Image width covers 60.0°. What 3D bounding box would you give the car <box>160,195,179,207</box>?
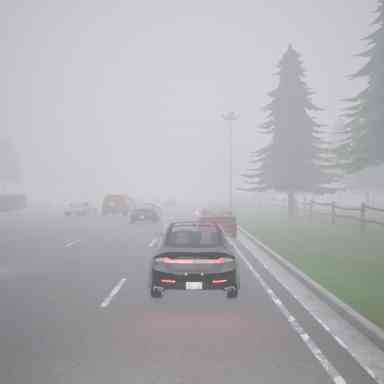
[{"bbox_3d":[-3.371,1.601,51.184,1.895,1.301,4.718,0,0,0],"label":"car"}]

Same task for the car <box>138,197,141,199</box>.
[{"bbox_3d":[-10.361,1.601,62.700,1.895,1.301,4.718,0,0,0],"label":"car"}]

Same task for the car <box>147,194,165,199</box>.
[{"bbox_3d":[-6.862,1.492,62.814,2.128,1.511,4.902,0,0,0],"label":"car"}]

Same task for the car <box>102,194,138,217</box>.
[{"bbox_3d":[-6.879,1.221,31.548,2.150,2.045,5.566,0,0,0],"label":"car"}]

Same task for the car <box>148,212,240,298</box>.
[{"bbox_3d":[0.057,1.492,8.480,2.128,1.511,4.902,0,0,0],"label":"car"}]

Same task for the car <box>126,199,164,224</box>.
[{"bbox_3d":[-3.399,1.525,24.905,1.812,1.442,4.674,0,0,0],"label":"car"}]

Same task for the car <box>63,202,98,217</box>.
[{"bbox_3d":[-10.381,1.601,31.359,1.895,1.301,4.718,0,0,0],"label":"car"}]

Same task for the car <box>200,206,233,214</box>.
[{"bbox_3d":[1.236,1.478,17.821,1.882,1.535,5.008,0,0,0],"label":"car"}]
